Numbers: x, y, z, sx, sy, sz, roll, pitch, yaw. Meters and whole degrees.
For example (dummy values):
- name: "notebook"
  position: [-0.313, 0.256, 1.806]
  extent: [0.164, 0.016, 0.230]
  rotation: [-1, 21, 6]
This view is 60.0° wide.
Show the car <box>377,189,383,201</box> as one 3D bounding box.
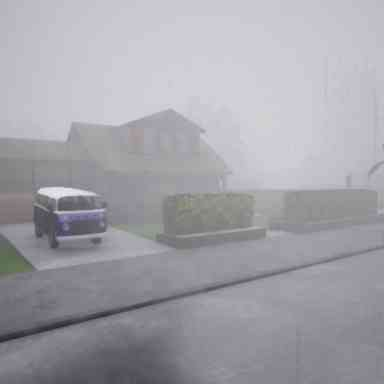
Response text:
- name: "car"
  position: [24.509, 0.114, 41.324]
  extent: [3.866, 1.878, 1.905]
  rotation: [-1, 1, 0]
